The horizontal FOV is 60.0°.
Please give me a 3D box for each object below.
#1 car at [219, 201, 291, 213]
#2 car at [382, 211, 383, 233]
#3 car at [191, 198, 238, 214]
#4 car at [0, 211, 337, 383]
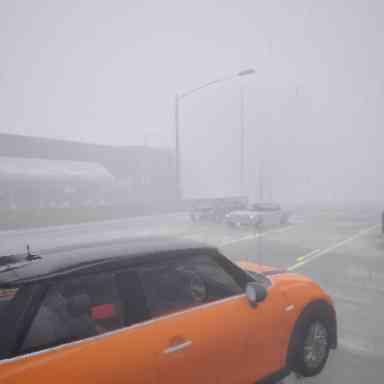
[{"bbox_3d":[3.816,1.295,18.863,1.895,1.301,4.718,-1,1,40],"label":"car"},{"bbox_3d":[10.362,1.078,15.676,1.882,1.535,5.008,-1,1,40],"label":"car"},{"bbox_3d":[1.871,1.191,21.994,2.128,1.511,4.902,-1,1,40],"label":"car"},{"bbox_3d":[-0.305,1.314,3.811,4.553,1.767,2.097,-2,1,-38],"label":"car"}]
